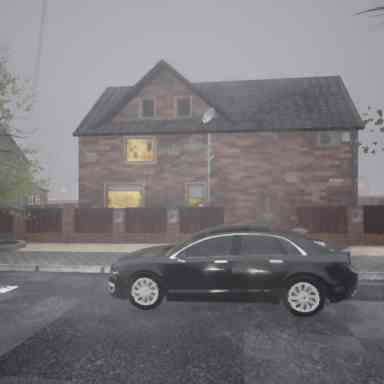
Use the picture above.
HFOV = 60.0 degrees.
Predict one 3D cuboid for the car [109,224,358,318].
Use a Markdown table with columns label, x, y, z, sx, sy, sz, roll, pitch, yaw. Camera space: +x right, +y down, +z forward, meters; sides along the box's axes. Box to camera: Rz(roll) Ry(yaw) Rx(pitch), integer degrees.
| label | x | y | z | sx | sy | sz | roll | pitch | yaw |
| --- | --- | --- | --- | --- | --- | --- | --- | --- | --- |
| car | 0.719 | 1.461 | 6.884 | 4.892 | 1.490 | 1.837 | -1 | 0 | 10 |
